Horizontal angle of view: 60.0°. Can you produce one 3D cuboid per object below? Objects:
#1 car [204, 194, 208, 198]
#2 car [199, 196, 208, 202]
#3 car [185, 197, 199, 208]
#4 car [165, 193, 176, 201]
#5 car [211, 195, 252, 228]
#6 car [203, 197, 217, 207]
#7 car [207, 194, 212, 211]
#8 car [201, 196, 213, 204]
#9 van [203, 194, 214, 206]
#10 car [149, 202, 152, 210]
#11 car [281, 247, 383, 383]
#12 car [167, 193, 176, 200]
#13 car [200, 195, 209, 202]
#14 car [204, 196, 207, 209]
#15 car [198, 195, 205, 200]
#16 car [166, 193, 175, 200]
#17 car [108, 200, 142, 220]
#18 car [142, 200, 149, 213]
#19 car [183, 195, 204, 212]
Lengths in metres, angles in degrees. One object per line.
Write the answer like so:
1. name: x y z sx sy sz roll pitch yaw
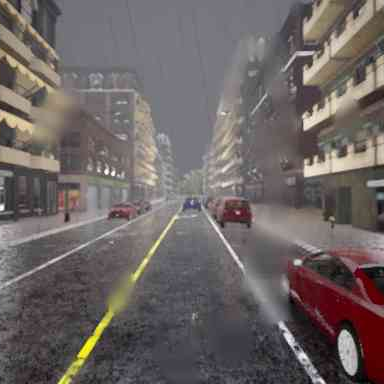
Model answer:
1. car: 2.698 1.277 44.260 2.192 1.841 5.009 1 0 0
2. car: 2.689 1.517 77.688 1.802 1.307 4.206 1 0 0
3. car: -0.001 1.505 49.504 2.033 1.411 5.357 0 0 0
4. car: -5.692 1.496 83.297 1.947 1.339 4.313 1 0 0
5. car: 2.700 1.295 21.976 2.192 1.841 5.009 1 0 0
6. car: 2.693 1.502 49.832 1.887 1.381 4.507 1 0 0
7. car: 2.700 1.291 27.546 2.192 1.841 5.009 1 0 0
8. car: 2.692 1.499 60.973 2.008 1.369 4.403 1 0 0
9. van: 2.696 1.294 55.402 1.690 1.788 3.998 1 0 0
10. car: -5.686 1.548 38.728 1.802 1.307 4.206 1 0 0
11. car: 2.700 1.540 5.262 1.887 1.381 4.507 1 0 0
12. car: -5.690 1.237 94.439 2.192 1.841 5.009 1 0 0
13. car: 2.690 1.464 72.286 1.752 1.417 4.829 1 0 0
14. car: 2.695 1.491 38.858 1.752 1.417 4.829 1 0 0
15. car: 2.686 1.504 94.401 1.802 1.307 4.206 1 0 0
16. car: -5.688 1.241 88.867 2.192 1.841 5.009 1 0 0
17. car: -5.684 1.520 27.586 1.887 1.381 4.507 1 0 0
18. car: -5.685 1.553 33.156 1.802 1.307 4.206 1 0 0
19. car: -0.006 1.318 38.870 2.097 1.767 4.553 0 0 0
